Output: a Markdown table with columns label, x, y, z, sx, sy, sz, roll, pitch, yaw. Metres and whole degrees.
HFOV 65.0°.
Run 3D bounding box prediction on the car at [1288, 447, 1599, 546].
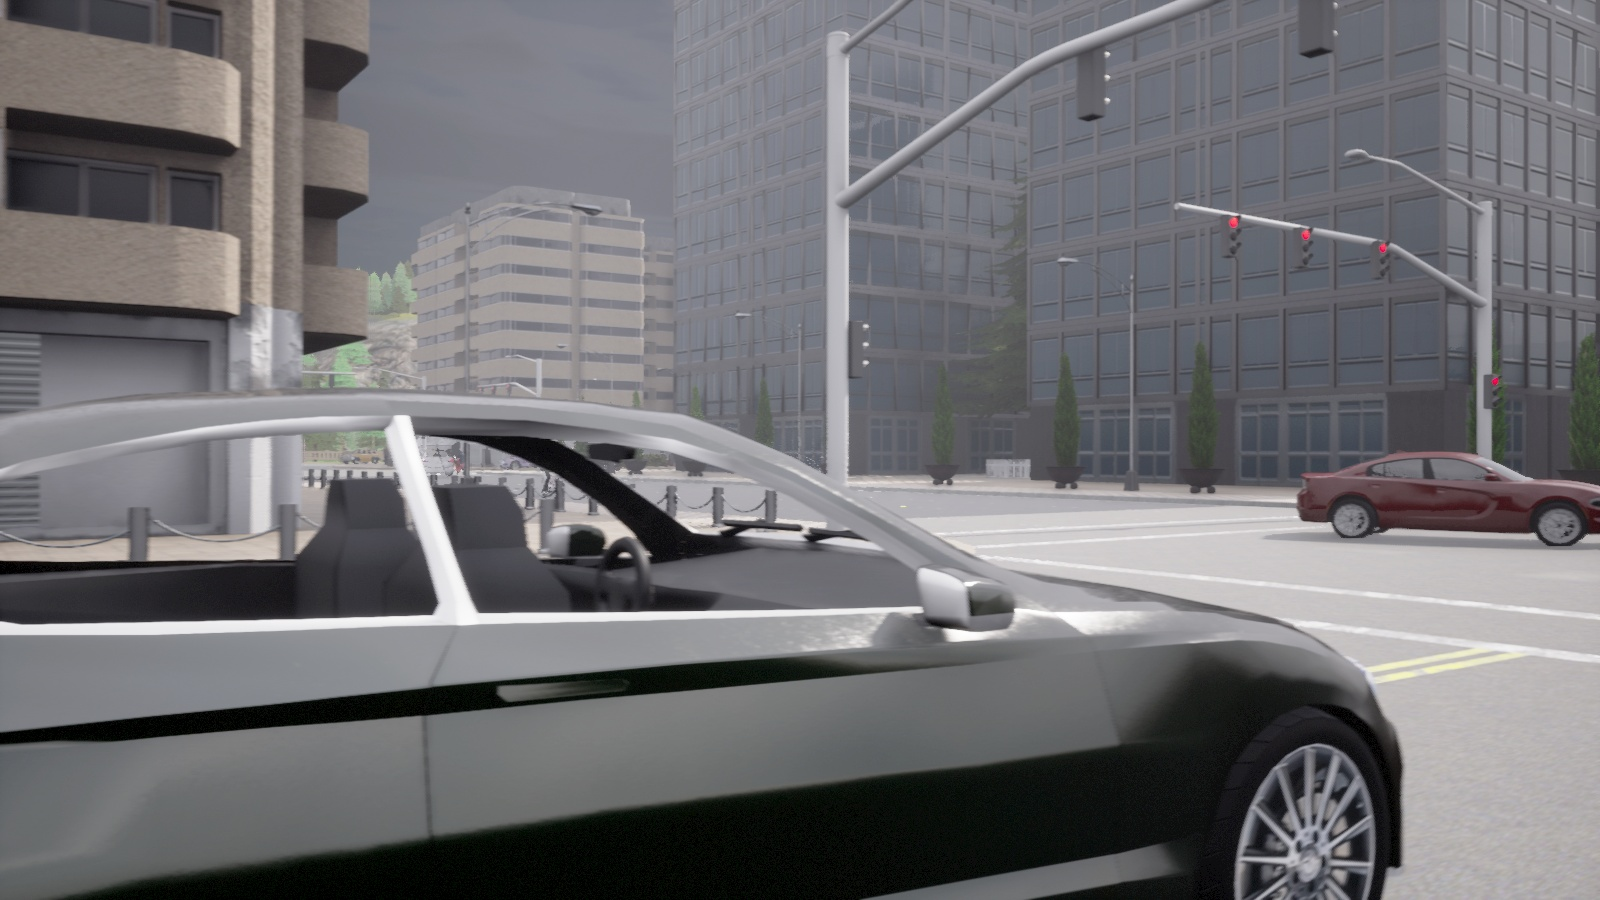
| label | x | y | z | sx | sy | sz | roll | pitch | yaw |
| --- | --- | --- | --- | --- | --- | --- | --- | --- | --- |
| car | 11.186 | 0.722 | 21.440 | 5.008 | 1.535 | 1.882 | 0 | 0 | 35 |

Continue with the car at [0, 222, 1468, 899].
| label | x | y | z | sx | sy | sz | roll | pitch | yaw |
| --- | --- | --- | --- | --- | --- | --- | --- | --- | --- |
| car | -0.700 | 0.533 | 3.173 | 5.027 | 1.651 | 2.152 | 0 | 0 | -35 |
